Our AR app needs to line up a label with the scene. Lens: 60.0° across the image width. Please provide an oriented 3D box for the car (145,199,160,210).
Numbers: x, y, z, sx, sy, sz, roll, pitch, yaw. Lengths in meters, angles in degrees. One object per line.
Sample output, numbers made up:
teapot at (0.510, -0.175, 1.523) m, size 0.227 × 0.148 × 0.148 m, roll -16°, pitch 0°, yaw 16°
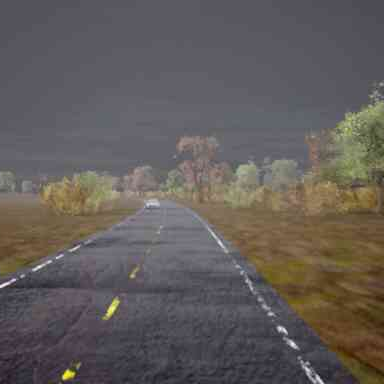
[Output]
car at (-5.186, 1.630, 44.376) m, size 1.812 × 1.442 × 4.674 m, roll 0°, pitch 0°, yaw -5°
